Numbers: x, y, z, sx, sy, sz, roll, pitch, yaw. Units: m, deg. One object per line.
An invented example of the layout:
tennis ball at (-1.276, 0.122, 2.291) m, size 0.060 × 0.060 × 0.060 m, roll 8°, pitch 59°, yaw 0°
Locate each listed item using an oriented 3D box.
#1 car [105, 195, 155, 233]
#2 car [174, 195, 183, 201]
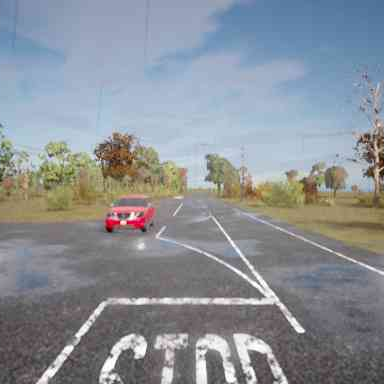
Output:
car at (-3.460, 1.190, 19.588) m, size 2.150 × 2.045 × 5.566 m, roll 0°, pitch 0°, yaw 0°
car at (-3.303, 1.390, 79.861) m, size 1.895 × 1.301 × 4.718 m, roll 0°, pitch 0°, yaw 2°
